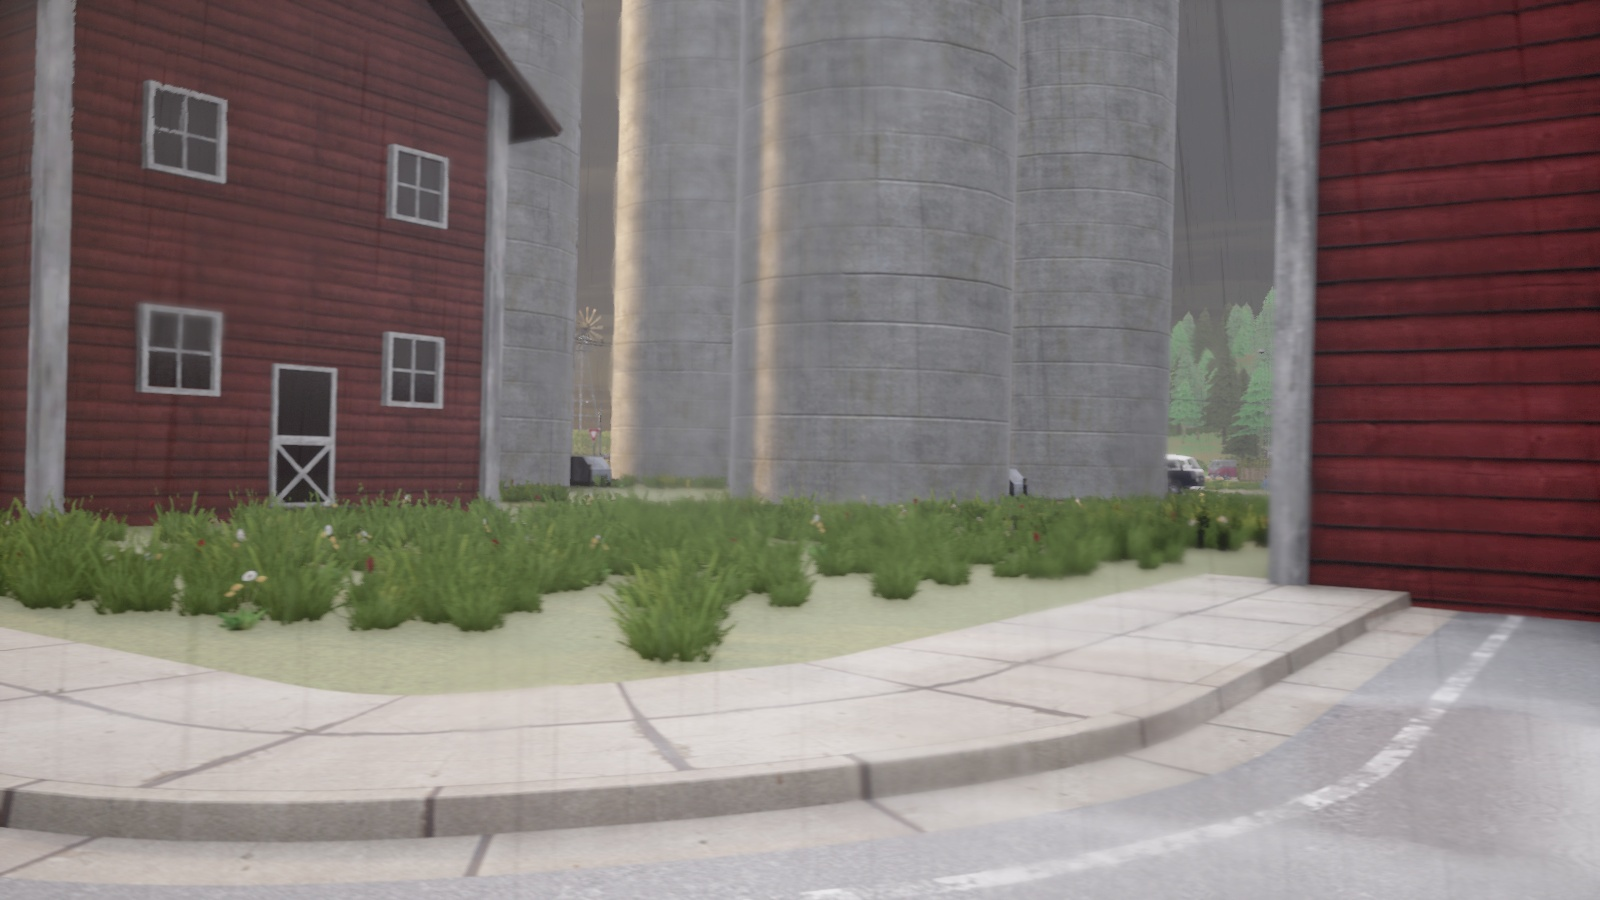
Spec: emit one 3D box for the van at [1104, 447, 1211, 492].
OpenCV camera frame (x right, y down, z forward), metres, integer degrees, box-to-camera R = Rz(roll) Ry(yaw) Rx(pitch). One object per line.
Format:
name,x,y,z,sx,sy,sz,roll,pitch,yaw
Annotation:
van,16.930,0.900,59.507,4.480,2.038,2.069,0,0,34
